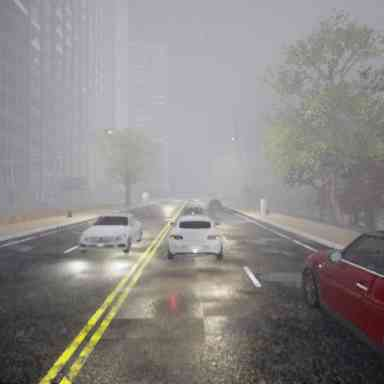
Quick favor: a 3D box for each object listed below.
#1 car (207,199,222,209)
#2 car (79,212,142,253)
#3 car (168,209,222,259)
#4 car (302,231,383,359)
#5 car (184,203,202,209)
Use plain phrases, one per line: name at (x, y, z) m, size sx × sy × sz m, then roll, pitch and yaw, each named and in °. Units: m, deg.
car at (3.359, 1.766, 49.159) m, size 1.837 × 1.490 × 4.892 m, roll 0°, pitch 0°, yaw 0°
car at (-3.248, 1.622, 14.121) m, size 1.812 × 1.442 × 4.674 m, roll 0°, pitch 0°, yaw 0°
car at (0.103, 1.593, 12.725) m, size 1.812 × 1.442 × 4.674 m, roll 0°, pitch 0°, yaw 0°
car at (3.351, 1.379, 5.137) m, size 2.097 × 1.767 × 4.553 m, roll 0°, pitch 0°, yaw 0°
car at (0.106, 1.787, 35.068) m, size 1.895 × 1.301 × 4.718 m, roll 0°, pitch 0°, yaw 0°
